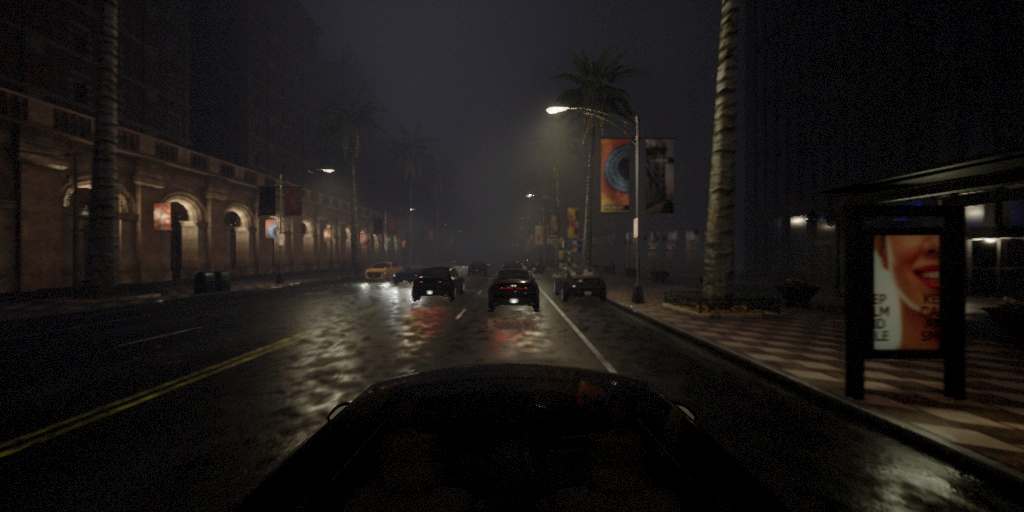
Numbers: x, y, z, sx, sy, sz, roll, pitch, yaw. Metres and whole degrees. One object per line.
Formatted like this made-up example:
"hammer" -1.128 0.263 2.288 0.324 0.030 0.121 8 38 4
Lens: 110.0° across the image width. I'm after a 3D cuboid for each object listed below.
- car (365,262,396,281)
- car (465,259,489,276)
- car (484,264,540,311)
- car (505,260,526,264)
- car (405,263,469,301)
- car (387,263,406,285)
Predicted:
"car" -10.627 1.239 30.061 1.882 1.535 5.008 0 0 0
"car" -3.439 1.238 37.416 1.882 1.535 5.008 0 0 0
"car" 0.075 1.258 14.453 1.837 1.490 4.892 0 0 0
"car" 0.067 1.235 32.981 1.882 1.535 5.008 0 0 0
"car" -3.418 1.260 17.319 1.837 1.490 4.892 0 0 0
"car" -7.125 1.360 26.012 1.895 1.301 4.718 0 0 0
